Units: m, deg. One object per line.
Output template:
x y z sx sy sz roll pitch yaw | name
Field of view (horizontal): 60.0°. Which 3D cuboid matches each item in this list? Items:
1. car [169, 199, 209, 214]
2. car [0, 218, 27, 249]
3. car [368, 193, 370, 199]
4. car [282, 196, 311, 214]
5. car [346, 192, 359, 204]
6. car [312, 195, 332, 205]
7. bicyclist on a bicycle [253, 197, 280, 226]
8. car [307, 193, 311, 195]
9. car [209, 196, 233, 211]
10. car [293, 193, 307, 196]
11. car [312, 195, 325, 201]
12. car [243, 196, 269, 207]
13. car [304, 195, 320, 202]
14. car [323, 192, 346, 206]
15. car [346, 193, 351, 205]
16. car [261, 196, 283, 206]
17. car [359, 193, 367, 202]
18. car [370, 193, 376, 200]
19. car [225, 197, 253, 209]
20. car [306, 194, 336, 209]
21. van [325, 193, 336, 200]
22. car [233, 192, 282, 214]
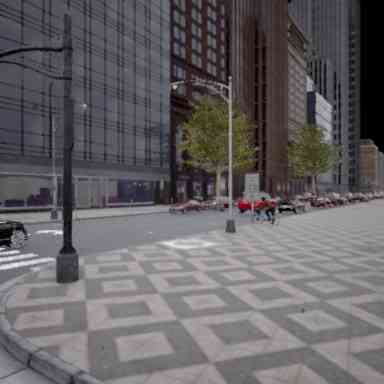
-0.512 1.383 32.445 1.802 1.307 4.206 0 0 35 | car
-7.472 1.363 10.971 2.128 1.511 4.902 -1 0 6 | car
35.433 1.219 69.498 1.752 1.417 4.829 0 0 35 | car
9.705 1.345 32.238 1.947 1.339 4.313 0 0 35 | car
25.725 1.036 55.438 2.192 1.841 5.009 0 0 35 | car
20.532 1.258 52.445 1.812 1.442 4.674 0 0 35 | car
4.256 1.122 19.130 1.656 1.620 0.582 0 0 35 | bicyclist on a bicycle
21.919 1.031 64.930 2.192 1.841 5.009 0 0 35 | car
2.692 1.224 37.085 1.967 1.590 4.097 0 0 35 | car
18.714 1.271 60.289 1.887 1.381 4.507 0 0 35 | car
28.327 1.281 74.211 1.802 1.307 4.206 0 0 35 | car
9.004 1.283 46.227 1.752 1.417 4.829 0 0 35 | car
25.124 1.272 69.571 1.947 1.339 4.313 0 0 35 | car
19.317 1.056 46.158 2.192 1.841 5.009 0 0 35 | car
22.520 1.297 50.798 1.947 1.339 4.313 0 0 35 | car
12.305 1.312 51.008 1.947 1.339 4.313 0 0 35 | car
32.133 1.017 64.719 2.192 1.841 5.009 0 0 35 | car
41.744 1.274 78.639 1.802 1.307 4.206 0 0 35 | car
5.897 1.352 41.727 1.802 1.307 4.206 0 0 35 | car
16.113 1.297 41.518 1.887 1.381 4.507 0 0 35 | car
34.735 1.038 83.493 1.690 1.788 3.998 0 0 35 | van
6.411 1.008 32.001 2.150 2.045 5.566 0 0 35 | car
